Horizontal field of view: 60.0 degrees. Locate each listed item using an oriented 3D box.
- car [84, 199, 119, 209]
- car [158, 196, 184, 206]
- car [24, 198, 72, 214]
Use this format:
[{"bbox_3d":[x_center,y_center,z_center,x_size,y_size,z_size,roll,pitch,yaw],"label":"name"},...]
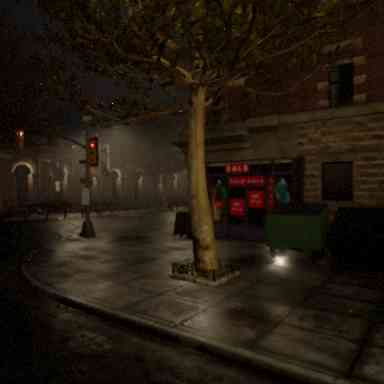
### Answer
[{"bbox_3d":[-12.406,1.562,45.422,1.895,1.301,4.718,0,0,36],"label":"car"},{"bbox_3d":[-3.300,1.447,52.528,1.882,1.535,5.008,0,0,36],"label":"car"},{"bbox_3d":[-15.429,1.447,35.942,1.882,1.535,5.008,0,0,36],"label":"car"}]
